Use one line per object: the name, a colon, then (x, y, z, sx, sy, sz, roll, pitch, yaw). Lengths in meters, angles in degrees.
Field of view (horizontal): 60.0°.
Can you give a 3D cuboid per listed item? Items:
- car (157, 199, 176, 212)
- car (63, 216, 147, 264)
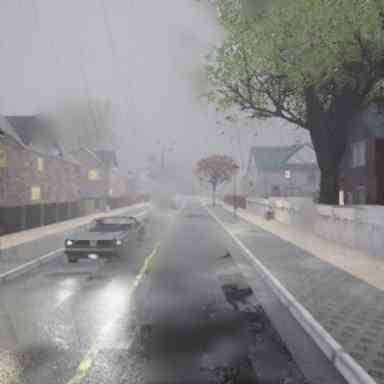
car: (-2.783, 1.484, 37.337, 1.994, 1.385, 4.181, 0, 0, 0)
car: (-2.844, 1.557, 11.821, 1.895, 1.301, 4.718, 0, 0, 0)
